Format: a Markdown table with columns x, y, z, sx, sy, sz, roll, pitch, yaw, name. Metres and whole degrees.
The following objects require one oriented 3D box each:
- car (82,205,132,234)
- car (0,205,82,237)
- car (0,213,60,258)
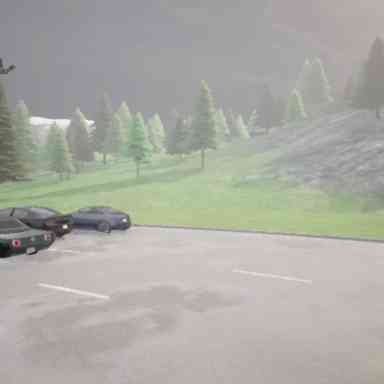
| x | y | z | sx | sy | sz | roll | pitch | yaw | name |
| --- | --- | --- | --- | --- | --- | --- | --- | --- | --- |
| -5.394 | 1.430 | 18.081 | 4.181 | 1.385 | 1.994 | 0 | 0 | 21 | car |
| -7.844 | 1.351 | 15.243 | 5.008 | 1.535 | 1.882 | 0 | 0 | 19 | car |
| -7.053 | 1.504 | 11.068 | 4.718 | 1.301 | 1.895 | 0 | 0 | 21 | car |
